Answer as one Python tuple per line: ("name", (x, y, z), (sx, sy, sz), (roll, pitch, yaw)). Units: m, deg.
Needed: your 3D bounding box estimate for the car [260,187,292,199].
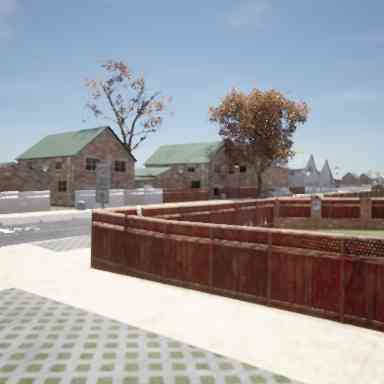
("car", (9.561, 0.310, 37.468), (2.097, 1.767, 4.553), (2, 3, 40))
